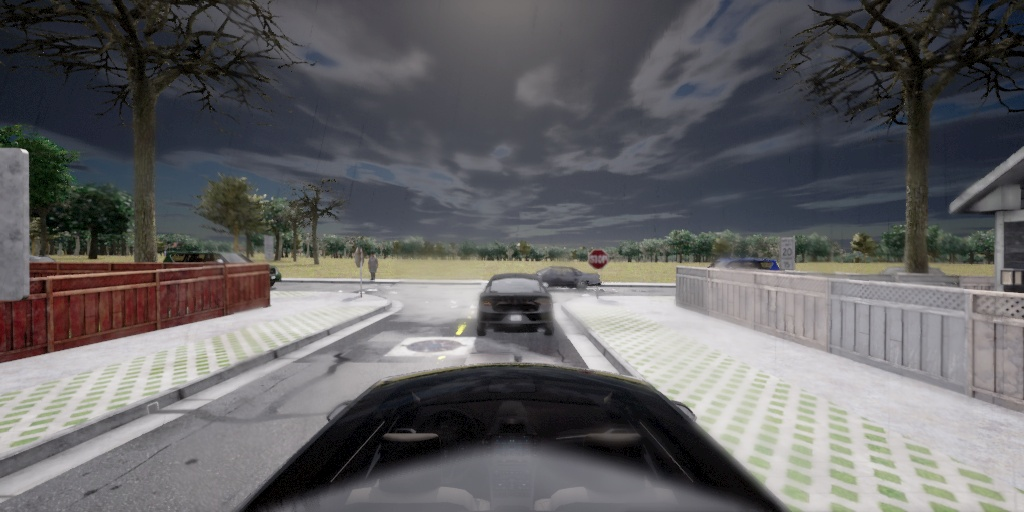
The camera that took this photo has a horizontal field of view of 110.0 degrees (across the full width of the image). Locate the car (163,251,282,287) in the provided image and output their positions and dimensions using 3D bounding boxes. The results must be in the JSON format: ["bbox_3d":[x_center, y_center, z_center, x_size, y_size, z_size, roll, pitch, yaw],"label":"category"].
[{"bbox_3d":[-15.546,0.765,19.206,5.566,2.045,2.150,1,0,0],"label":"car"}]

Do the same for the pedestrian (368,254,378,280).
[{"bbox_3d":[-9.732,0.748,25.115,0.375,1.860,0.375,0,-1,0],"label":"pedestrian"}]

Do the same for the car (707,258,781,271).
[{"bbox_3d":[13.717,1.171,22.404,5.566,2.045,2.150,0,0,-1],"label":"car"}]

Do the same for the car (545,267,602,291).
[{"bbox_3d":[2.652,1.347,21.697,5.357,1.411,2.033,1,0,-11],"label":"car"}]

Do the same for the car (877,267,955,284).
[{"bbox_3d":[24.550,1.455,22.484,4.553,1.767,2.097,1,0,0],"label":"car"}]

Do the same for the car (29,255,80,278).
[{"bbox_3d":[-25.741,0.737,19.129,4.553,1.767,2.097,1,0,-1],"label":"car"}]

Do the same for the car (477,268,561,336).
[{"bbox_3d":[0.087,1.226,10.418,1.882,1.535,5.008,0,0,0],"label":"car"}]
